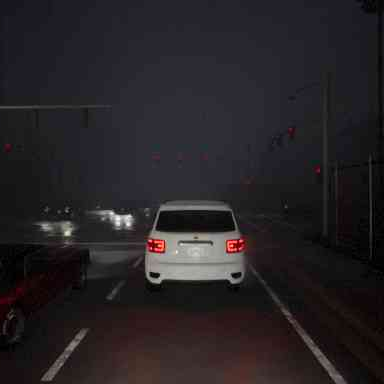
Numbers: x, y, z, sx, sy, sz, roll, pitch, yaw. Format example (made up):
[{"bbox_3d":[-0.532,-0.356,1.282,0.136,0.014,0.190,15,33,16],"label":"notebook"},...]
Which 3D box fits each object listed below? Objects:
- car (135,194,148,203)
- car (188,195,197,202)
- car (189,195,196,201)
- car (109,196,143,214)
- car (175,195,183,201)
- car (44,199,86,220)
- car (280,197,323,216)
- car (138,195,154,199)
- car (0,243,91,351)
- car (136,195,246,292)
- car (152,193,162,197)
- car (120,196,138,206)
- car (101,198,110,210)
[{"bbox_3d":[-10.392,1.352,68.581,2.097,1.767,4.553,0,0,0],"label":"car"},{"bbox_3d":[0.125,1.523,75.725,2.128,1.511,4.902,0,0,0],"label":"car"},{"bbox_3d":[0.136,1.524,86.128,1.812,1.442,4.674,0,0,0],"label":"car"},{"bbox_3d":[-7.043,1.520,36.085,2.128,1.511,4.902,0,0,0],"label":"car"},{"bbox_3d":[-3.364,1.540,86.011,2.033,1.411,5.357,0,0,0],"label":"car"},{"bbox_3d":[-10.558,1.383,27.923,2.097,1.767,4.553,0,0,0],"label":"car"},{"bbox_3d":[11.002,1.407,32.657,4.553,1.767,2.097,0,0,0],"label":"car"},{"bbox_3d":[-7.020,1.525,48.205,1.812,1.442,4.674,0,0,0],"label":"car"},{"bbox_3d":[-3.433,1.601,6.147,1.895,1.301,4.718,0,0,1],"label":"car"},{"bbox_3d":[0.087,1.221,9.072,2.150,2.045,5.566,0,0,0],"label":"car"},{"bbox_3d":[-6.926,1.224,65.536,2.150,2.045,5.566,0,0,1],"label":"car"},{"bbox_3d":[-10.496,1.491,55.793,2.128,1.511,4.902,0,0,0],"label":"car"},{"bbox_3d":[-10.529,1.491,43.568,2.128,1.511,4.902,0,0,0],"label":"car"}]
